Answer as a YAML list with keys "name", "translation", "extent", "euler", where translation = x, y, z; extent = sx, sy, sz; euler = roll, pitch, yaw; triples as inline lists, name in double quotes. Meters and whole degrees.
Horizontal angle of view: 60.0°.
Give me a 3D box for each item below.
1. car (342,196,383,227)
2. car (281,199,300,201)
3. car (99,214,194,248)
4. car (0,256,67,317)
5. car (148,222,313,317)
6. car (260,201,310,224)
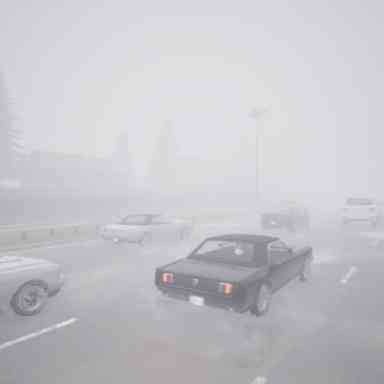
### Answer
- name: "car"
  translation: [12.402, 1.322, 24.115]
  extent: [2.150, 2.045, 5.566]
  euler: [0, 0, 34]
- name: "car"
  translation: [9.946, 1.489, 32.989]
  extent: [2.097, 1.767, 4.553]
  euler: [0, 0, 34]
- name: "car"
  translation: [-1.887, 1.669, 15.450]
  extent: [1.895, 1.301, 4.718]
  euler: [0, 0, 34]
- name: "car"
  translation: [-4.511, 1.627, 5.303]
  extent: [1.895, 1.301, 4.718]
  euler: [0, 0, 34]
- name: "car"
  translation: [1.329, 1.634, 7.703]
  extent: [1.895, 1.301, 4.718]
  euler: [0, 0, 34]
- name: "car"
  translation: [5.926, 1.565, 20.774]
  extent: [1.882, 1.535, 5.008]
  euler: [0, 0, 34]
